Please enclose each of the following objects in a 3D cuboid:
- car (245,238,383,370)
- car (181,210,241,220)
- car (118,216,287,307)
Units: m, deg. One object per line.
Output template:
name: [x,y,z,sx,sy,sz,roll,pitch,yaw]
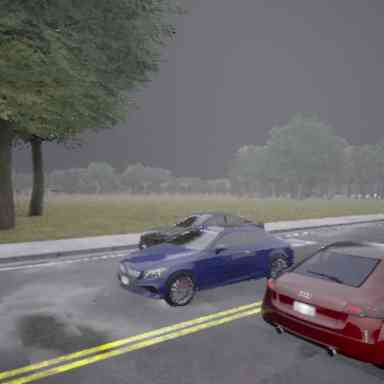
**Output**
car: [3.160,1.553,5.694,4.181,1.385,1.994,0,0,-36]
car: [0.520,1.464,12.041,5.008,1.535,1.882,0,0,-35]
car: [0.545,1.517,8.067,4.674,1.442,1.812,0,0,-35]
